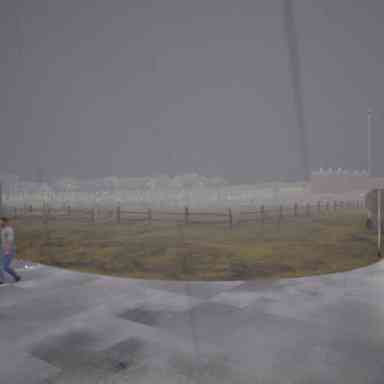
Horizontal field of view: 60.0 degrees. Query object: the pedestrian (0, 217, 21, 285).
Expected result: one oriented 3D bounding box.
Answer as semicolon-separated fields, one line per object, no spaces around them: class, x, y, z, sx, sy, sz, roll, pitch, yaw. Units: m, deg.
pedestrian;-4.788;1.461;8.721;0.375;1.860;0.375;0;2;37
